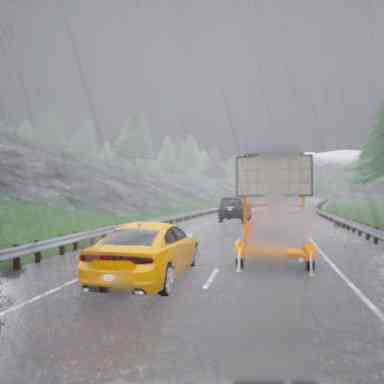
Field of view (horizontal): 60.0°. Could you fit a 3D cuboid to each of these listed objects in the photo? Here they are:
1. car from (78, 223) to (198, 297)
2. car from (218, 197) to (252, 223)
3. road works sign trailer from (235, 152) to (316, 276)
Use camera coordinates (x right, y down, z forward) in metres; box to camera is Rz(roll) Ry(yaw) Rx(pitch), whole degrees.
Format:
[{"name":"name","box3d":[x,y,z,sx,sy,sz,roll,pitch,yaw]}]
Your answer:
[{"name":"car","box3d":[-1.114,1.566,9.005,1.882,1.535,5.008,0,-1,12]},{"name":"car","box3d":[3.666,1.455,27.902,2.150,2.045,5.566,-1,-1,17]},{"name":"road works sign trailer","box3d":[2.657,0.549,10.809,2.380,3.560,2.880,0,-1,14]}]
